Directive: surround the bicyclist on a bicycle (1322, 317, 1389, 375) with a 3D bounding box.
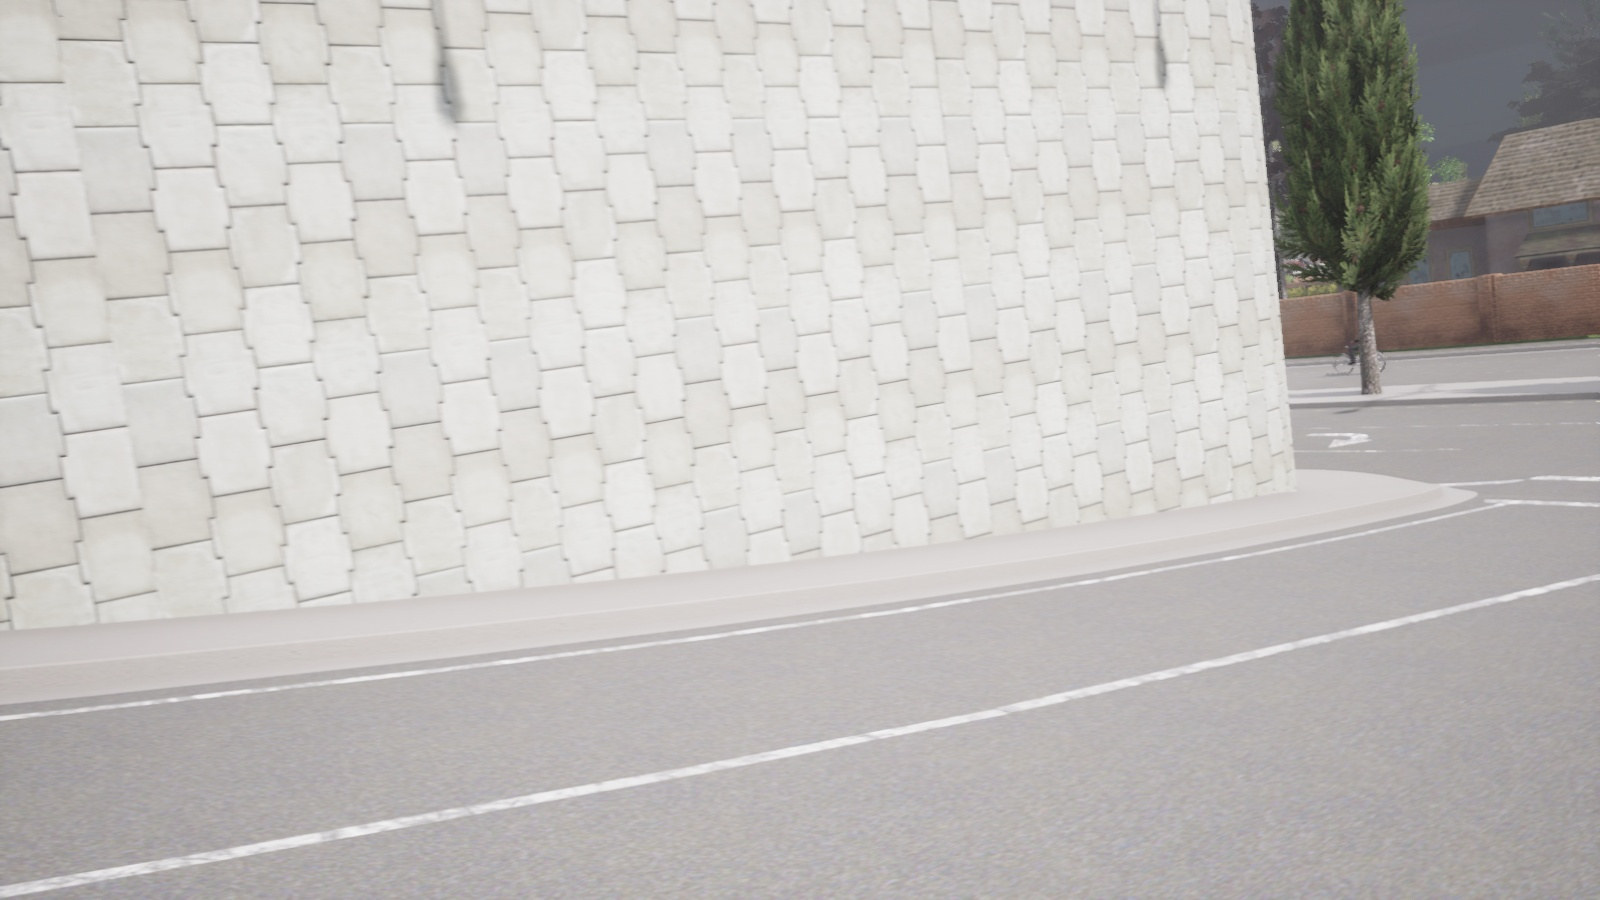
[{"bbox_3d":[18.850,-3.503,42.626,0.659,1.776,1.843,-11,7,-36],"label":"bicyclist on a bicycle"}]
